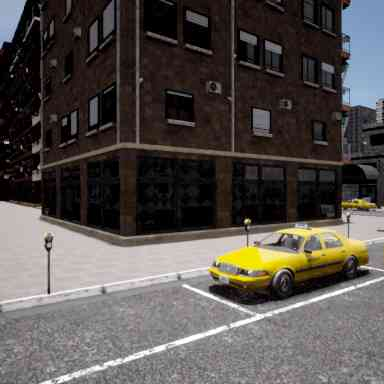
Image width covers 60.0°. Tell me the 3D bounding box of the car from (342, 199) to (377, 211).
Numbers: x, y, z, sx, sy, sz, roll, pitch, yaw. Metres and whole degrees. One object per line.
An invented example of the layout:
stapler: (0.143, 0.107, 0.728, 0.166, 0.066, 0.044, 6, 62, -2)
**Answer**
car: (19.289, 1.469, 39.688, 1.752, 1.417, 4.829, 0, 0, -35)

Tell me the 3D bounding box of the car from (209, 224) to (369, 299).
car: (2.638, 1.525, 8.454, 4.829, 1.417, 1.752, 0, 0, -36)
